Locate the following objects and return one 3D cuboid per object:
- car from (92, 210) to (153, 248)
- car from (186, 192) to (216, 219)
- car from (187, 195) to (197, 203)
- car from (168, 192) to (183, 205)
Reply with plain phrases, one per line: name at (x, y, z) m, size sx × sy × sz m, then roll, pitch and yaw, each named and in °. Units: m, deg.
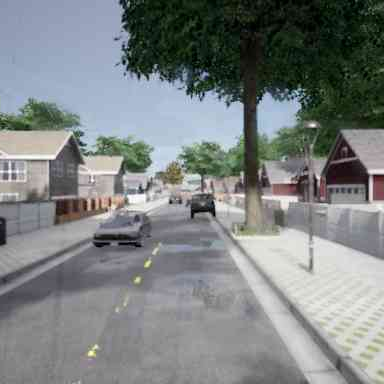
car at (-2.850, 1.525, 14.876) m, size 2.033 × 1.411 × 5.357 m, roll 0°, pitch 0°, yaw 0°
car at (0.875, 1.098, 29.169) m, size 2.150 × 2.045 × 5.566 m, roll -5°, pitch 0°, yaw 0°
car at (0.000, 1.324, 64.104) m, size 1.882 × 1.535 × 5.008 m, roll 0°, pitch 0°, yaw 0°
car at (-2.792, 1.088, 57.210) m, size 2.150 × 2.045 × 5.566 m, roll 0°, pitch 0°, yaw 1°
